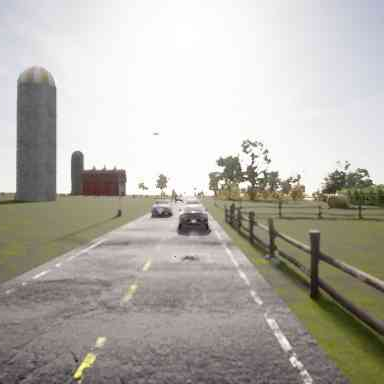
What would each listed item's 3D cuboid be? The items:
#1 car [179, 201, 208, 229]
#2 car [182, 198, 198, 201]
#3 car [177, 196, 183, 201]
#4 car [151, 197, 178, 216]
[{"bbox_3d":[0.097,1.541,21.866,1.812,1.442,4.674,0,0,0],"label":"car"},{"bbox_3d":[0.092,1.604,42.816,1.994,1.385,4.181,0,0,0],"label":"car"},{"bbox_3d":[-2.755,1.546,73.556,2.033,1.411,5.357,0,0,0],"label":"car"},{"bbox_3d":[-2.846,1.518,32.345,2.128,1.511,4.902,0,0,0],"label":"car"}]
